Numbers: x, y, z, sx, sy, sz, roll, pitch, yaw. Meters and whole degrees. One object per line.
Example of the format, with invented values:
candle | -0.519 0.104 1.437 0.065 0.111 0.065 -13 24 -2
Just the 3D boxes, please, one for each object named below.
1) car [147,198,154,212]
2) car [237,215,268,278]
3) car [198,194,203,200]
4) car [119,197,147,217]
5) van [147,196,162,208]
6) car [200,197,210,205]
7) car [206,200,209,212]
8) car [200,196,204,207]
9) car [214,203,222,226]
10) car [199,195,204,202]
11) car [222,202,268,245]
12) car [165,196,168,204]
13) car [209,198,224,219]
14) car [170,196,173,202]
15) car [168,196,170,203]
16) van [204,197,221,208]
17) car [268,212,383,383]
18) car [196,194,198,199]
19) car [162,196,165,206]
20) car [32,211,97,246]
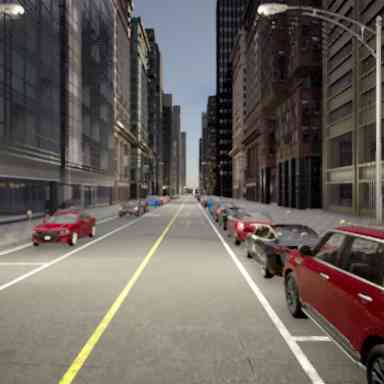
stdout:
car | -5.879 1.664 38.005 1.887 1.381 4.507 0 0 0
car | 2.735 1.592 10.034 1.947 1.339 4.313 0 0 0
car | 2.574 1.617 60.450 1.967 1.590 4.097 0 0 0
car | -5.862 1.542 32.404 1.967 1.590 4.097 0 0 0
van | -5.916 1.493 49.211 1.690 1.788 3.998 0 0 0
car | 2.556 1.719 66.221 1.752 1.417 4.829 0 0 0
car | 2.664 1.675 32.441 1.802 1.307 4.206 0 0 0
car | 2.610 1.688 49.246 1.887 1.381 4.507 0 0 0
car | 2.700 1.625 21.237 1.947 1.339 4.313 0 0 0
car | 2.592 1.704 54.848 1.887 1.381 4.507 0 0 0
car | 2.717 1.483 15.636 1.967 1.590 4.097 0 0 0
car | -5.951 1.731 60.414 1.887 1.381 4.507 0 0 0
car | 2.681 1.516 26.839 1.967 1.590 4.097 0 0 0
car | -6.005 1.677 77.221 1.967 1.590 4.097 0 0 0
car | -5.968 1.728 65.846 1.752 1.417 4.829 0 0 0
van | 2.645 1.450 38.043 1.690 1.788 3.998 0 0 0
car | 2.752 1.325 4.433 2.192 1.841 5.009 0 0 0
car | 2.503 1.789 82.856 1.887 1.381 4.507 0 0 0
car | -5.933 1.714 54.812 1.887 1.381 4.507 0 0 0
car | -5.808 1.597 15.597 1.887 1.381 4.507 0 0 0
